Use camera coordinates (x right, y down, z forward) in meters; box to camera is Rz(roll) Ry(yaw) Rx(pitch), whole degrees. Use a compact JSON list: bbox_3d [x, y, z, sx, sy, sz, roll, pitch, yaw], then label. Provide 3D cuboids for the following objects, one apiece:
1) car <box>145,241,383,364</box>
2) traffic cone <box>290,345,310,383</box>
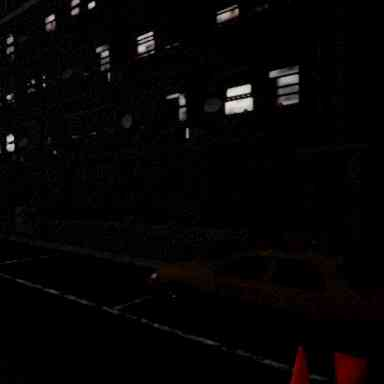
[{"bbox_3d":[1.347,1.505,5.603,4.829,1.417,1.752,1,-1,36],"label":"car"},{"bbox_3d":[1.165,1.947,3.575,0.340,0.580,0.340,1,0,36],"label":"traffic cone"}]
